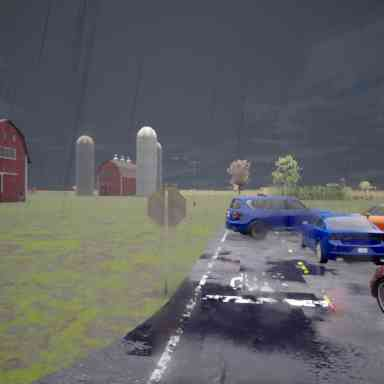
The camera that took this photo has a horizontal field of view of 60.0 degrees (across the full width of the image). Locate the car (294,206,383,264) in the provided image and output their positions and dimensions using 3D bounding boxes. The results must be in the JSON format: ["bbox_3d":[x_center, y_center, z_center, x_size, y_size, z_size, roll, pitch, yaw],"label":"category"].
[{"bbox_3d":[5.112,1.481,11.761,1.882,1.535,5.008,0,0,8],"label":"car"}]

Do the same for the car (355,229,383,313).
[{"bbox_3d":[4.621,1.529,4.584,1.812,1.442,4.674,0,0,-9],"label":"car"}]

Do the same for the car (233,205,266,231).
[{"bbox_3d":[3.765,1.602,21.811,1.895,1.301,4.718,0,0,9],"label":"car"}]

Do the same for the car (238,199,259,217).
[{"bbox_3d":[5.565,1.504,32.770,1.837,1.490,4.892,0,0,9],"label":"car"}]

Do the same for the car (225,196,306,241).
[{"bbox_3d":[4.428,1.220,16.590,5.566,2.045,2.150,0,0,-8],"label":"car"}]

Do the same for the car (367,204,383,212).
[{"bbox_3d":[9.216,1.371,15.999,4.553,1.767,2.097,0,0,43],"label":"car"}]
